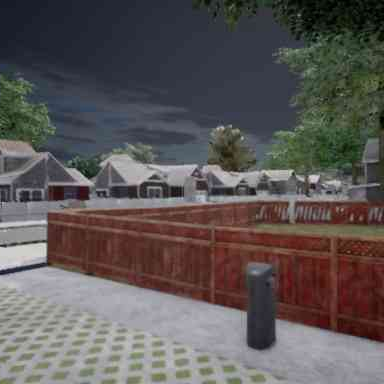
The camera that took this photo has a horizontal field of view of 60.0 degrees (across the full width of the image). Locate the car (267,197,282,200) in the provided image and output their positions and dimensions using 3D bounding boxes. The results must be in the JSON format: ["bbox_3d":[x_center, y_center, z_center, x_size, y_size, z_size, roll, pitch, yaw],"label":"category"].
[{"bbox_3d":[11.981,1.432,48.301,2.033,1.411,5.357,0,0,36],"label":"car"}]
